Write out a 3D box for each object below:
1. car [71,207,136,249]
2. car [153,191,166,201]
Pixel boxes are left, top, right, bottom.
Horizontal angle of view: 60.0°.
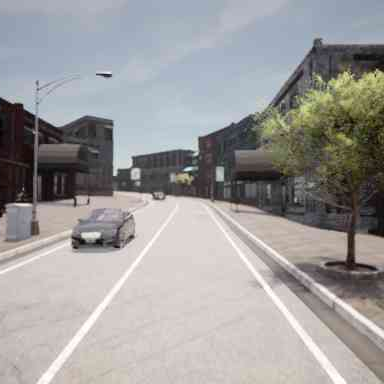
[{"bbox_3d":[-3.606,1.440,14.250,2.128,1.511,4.902,0,0,0],"label":"car"},{"bbox_3d":[-5.516,0.643,56.024,2.128,1.511,4.902,1,2,-14],"label":"car"}]
